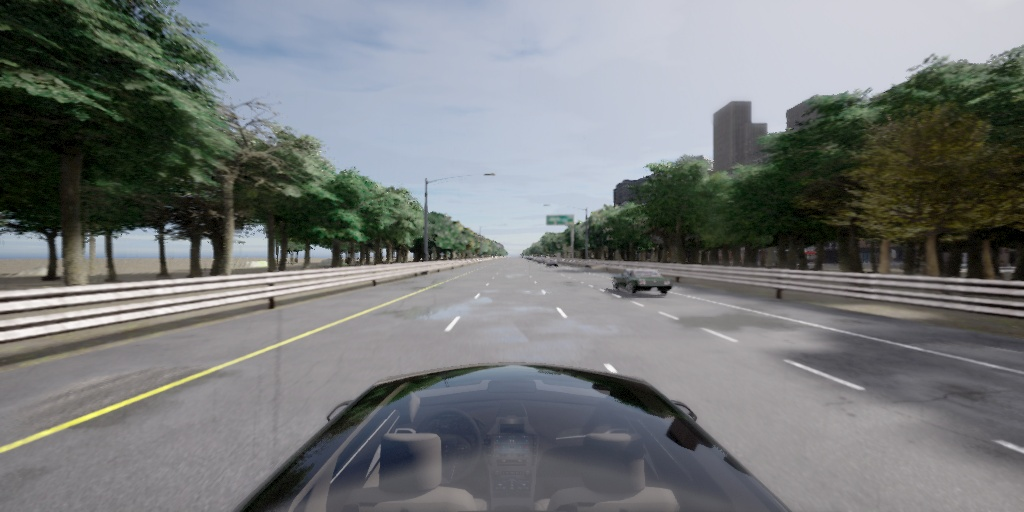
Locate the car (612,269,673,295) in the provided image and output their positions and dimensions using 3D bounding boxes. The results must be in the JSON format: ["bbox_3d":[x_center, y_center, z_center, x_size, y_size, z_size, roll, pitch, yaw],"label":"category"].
[{"bbox_3d":[7.020,1.357,19.907,1.895,1.301,4.718,0,0,0],"label":"car"}]
